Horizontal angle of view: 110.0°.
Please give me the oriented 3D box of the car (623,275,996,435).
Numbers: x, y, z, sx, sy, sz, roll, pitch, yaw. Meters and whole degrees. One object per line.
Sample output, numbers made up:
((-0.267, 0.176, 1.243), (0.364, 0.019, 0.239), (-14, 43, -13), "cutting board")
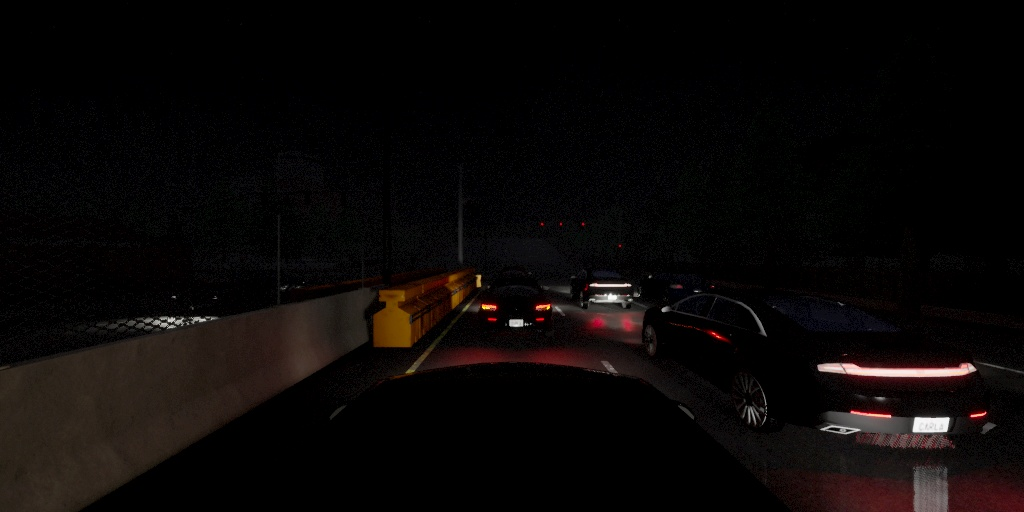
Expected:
((3.600, 1.242, 5.515), (2.128, 1.511, 4.902), (0, 0, 0), "car")

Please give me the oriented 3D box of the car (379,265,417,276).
((-7.024, 1.296, 22.642), (1.812, 1.442, 4.674), (0, 0, 0), "car")

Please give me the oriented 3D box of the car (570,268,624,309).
((3.575, 1.242, 14.944), (2.128, 1.511, 4.902), (0, 0, 2), "car")

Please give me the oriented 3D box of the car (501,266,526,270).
((0.080, 1.276, 19.078), (1.812, 1.442, 4.674), (0, 0, 0), "car")

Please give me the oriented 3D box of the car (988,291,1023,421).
((7.101, 1.228, 2.128), (1.882, 1.535, 5.008), (0, 0, 0), "car")

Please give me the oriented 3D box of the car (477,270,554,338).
((0.087, 1.276, 10.013), (1.812, 1.442, 4.674), (0, 0, 0), "car")

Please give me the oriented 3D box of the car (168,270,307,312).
((-10.586, 1.298, 14.519), (2.033, 1.411, 5.357), (0, 0, 0), "car")

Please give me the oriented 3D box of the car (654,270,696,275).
((7.084, 1.314, 15.732), (1.994, 1.385, 4.181), (0, 0, 0), "car")
